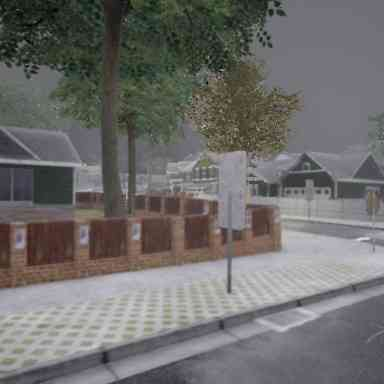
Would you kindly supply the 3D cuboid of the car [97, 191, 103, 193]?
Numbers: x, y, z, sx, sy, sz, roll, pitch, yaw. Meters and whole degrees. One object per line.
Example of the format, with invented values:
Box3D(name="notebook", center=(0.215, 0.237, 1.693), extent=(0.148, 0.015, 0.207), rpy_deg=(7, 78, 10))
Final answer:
Box3D(name="car", center=(-13.501, 0.666, 49.985), extent=(1.837, 1.490, 4.892), rpy_deg=(1, 1, -30))
